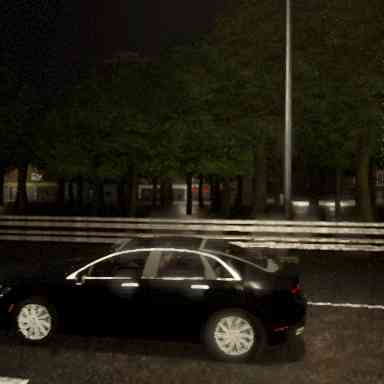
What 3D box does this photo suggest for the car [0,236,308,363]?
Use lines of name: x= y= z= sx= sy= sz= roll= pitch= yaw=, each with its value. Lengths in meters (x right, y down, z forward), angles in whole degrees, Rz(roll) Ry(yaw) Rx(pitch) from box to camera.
car: x=-0.686 y=1.507 z=5.476 sx=4.892 sy=1.490 sz=1.837 roll=0 pitch=0 yaw=8
